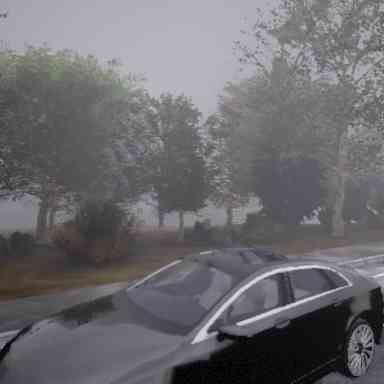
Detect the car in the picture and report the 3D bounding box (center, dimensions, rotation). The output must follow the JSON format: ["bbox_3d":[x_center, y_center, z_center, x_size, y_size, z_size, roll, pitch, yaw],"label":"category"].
[{"bbox_3d":[0.407,1.508,3.970,4.902,1.511,2.128,0,0,-35],"label":"car"}]
